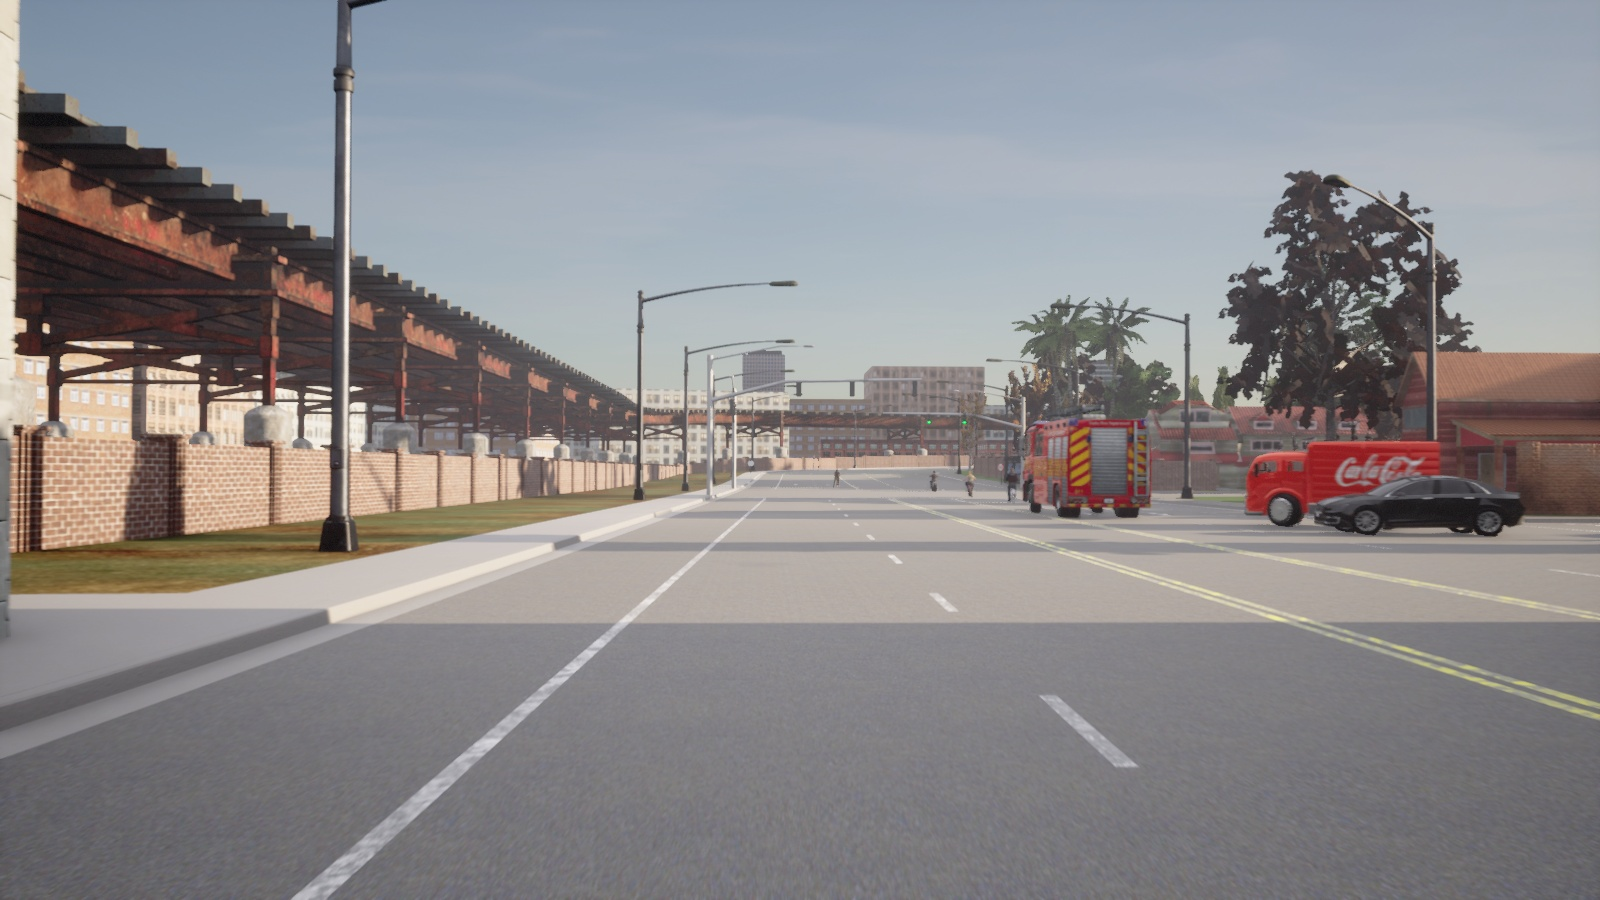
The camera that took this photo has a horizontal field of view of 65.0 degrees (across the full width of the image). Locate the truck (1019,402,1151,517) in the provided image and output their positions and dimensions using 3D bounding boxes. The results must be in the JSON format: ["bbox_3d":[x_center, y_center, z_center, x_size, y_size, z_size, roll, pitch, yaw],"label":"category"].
[{"bbox_3d":[10.289,0.385,46.362,2.891,3.827,8.468,0,-1,0],"label":"truck"}]

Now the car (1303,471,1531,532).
[{"bbox_3d":[15.693,1.295,32.151,4.892,1.490,1.837,0,-1,7],"label":"car"}]

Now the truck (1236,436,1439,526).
[{"bbox_3d":[15.671,0.873,36.601,5.204,2.467,2.627,-1,0,28],"label":"truck"}]
